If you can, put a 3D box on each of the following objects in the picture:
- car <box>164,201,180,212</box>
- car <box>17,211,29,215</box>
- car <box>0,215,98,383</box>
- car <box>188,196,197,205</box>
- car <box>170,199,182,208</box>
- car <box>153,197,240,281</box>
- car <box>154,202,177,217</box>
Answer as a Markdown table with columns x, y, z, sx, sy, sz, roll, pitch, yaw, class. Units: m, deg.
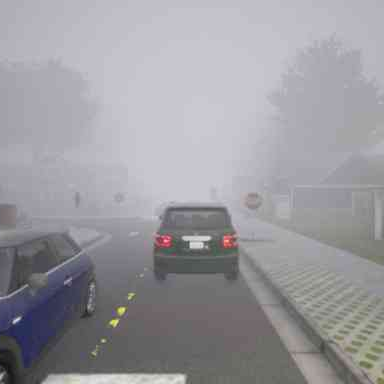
| x | y | z | sx | sy | sz | roll | pitch | yaw | class |
| --- | --- | --- | --- | --- | --- | --- | --- | --- | --- |
| -2.776 | 1.971 | 46.284 | 1.895 | 1.301 | 4.718 | 0 | 0 | 0 | car |
| -13.609 | 1.544 | 22.804 | 4.674 | 1.442 | 1.812 | 1 | 0 | 0 | car |
| -2.844 | 1.381 | 4.451 | 2.097 | 1.767 | 4.553 | 0 | 0 | 0 | car |
| 0.120 | 1.908 | 78.272 | 2.150 | 2.045 | 5.566 | 0 | -1 | 0 | car |
| -2.750 | 1.960 | 58.779 | 1.882 | 1.535 | 5.008 | 0 | -1 | 1 | car |
| 0.113 | 1.298 | 10.237 | 2.150 | 2.045 | 5.566 | 0 | 0 | 0 | car |
| -2.801 | 1.852 | 36.328 | 1.994 | 1.385 | 4.181 | 0 | 0 | 3 | car |
